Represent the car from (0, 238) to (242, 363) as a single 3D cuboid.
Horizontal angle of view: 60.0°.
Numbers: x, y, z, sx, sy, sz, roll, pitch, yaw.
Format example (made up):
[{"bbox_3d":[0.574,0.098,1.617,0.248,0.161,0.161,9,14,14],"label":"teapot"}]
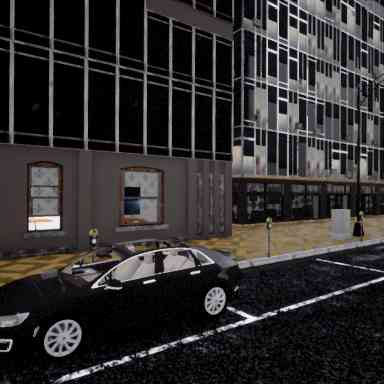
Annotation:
[{"bbox_3d":[-1.072,1.551,5.786,4.403,1.369,2.008,0,0,-35],"label":"car"}]
